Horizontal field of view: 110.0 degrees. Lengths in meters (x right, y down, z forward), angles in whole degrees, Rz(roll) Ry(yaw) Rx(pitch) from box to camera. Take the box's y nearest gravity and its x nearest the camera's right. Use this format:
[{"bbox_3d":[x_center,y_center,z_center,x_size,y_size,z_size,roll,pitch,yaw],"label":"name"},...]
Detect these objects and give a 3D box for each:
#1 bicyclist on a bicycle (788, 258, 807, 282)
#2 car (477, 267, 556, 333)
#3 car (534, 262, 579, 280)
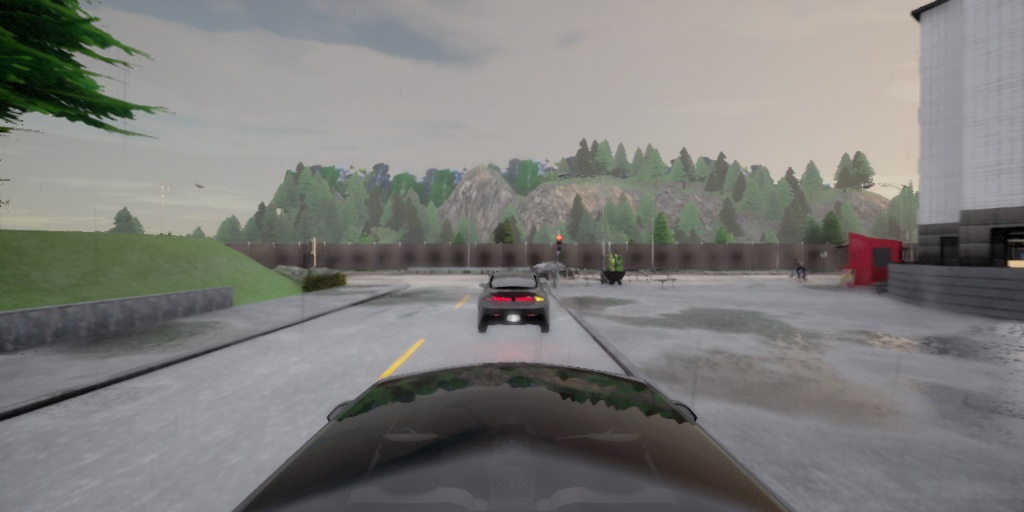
[{"bbox_3d":[19.993,0.998,25.098,0.582,1.620,1.656,0,0,0],"label":"bicyclist on a bicycle"},{"bbox_3d":[0.058,1.213,10.649,1.837,1.490,4.892,0,-1,0],"label":"car"},{"bbox_3d":[3.340,1.162,28.265,4.674,1.442,1.812,0,-1,-41],"label":"car"}]
